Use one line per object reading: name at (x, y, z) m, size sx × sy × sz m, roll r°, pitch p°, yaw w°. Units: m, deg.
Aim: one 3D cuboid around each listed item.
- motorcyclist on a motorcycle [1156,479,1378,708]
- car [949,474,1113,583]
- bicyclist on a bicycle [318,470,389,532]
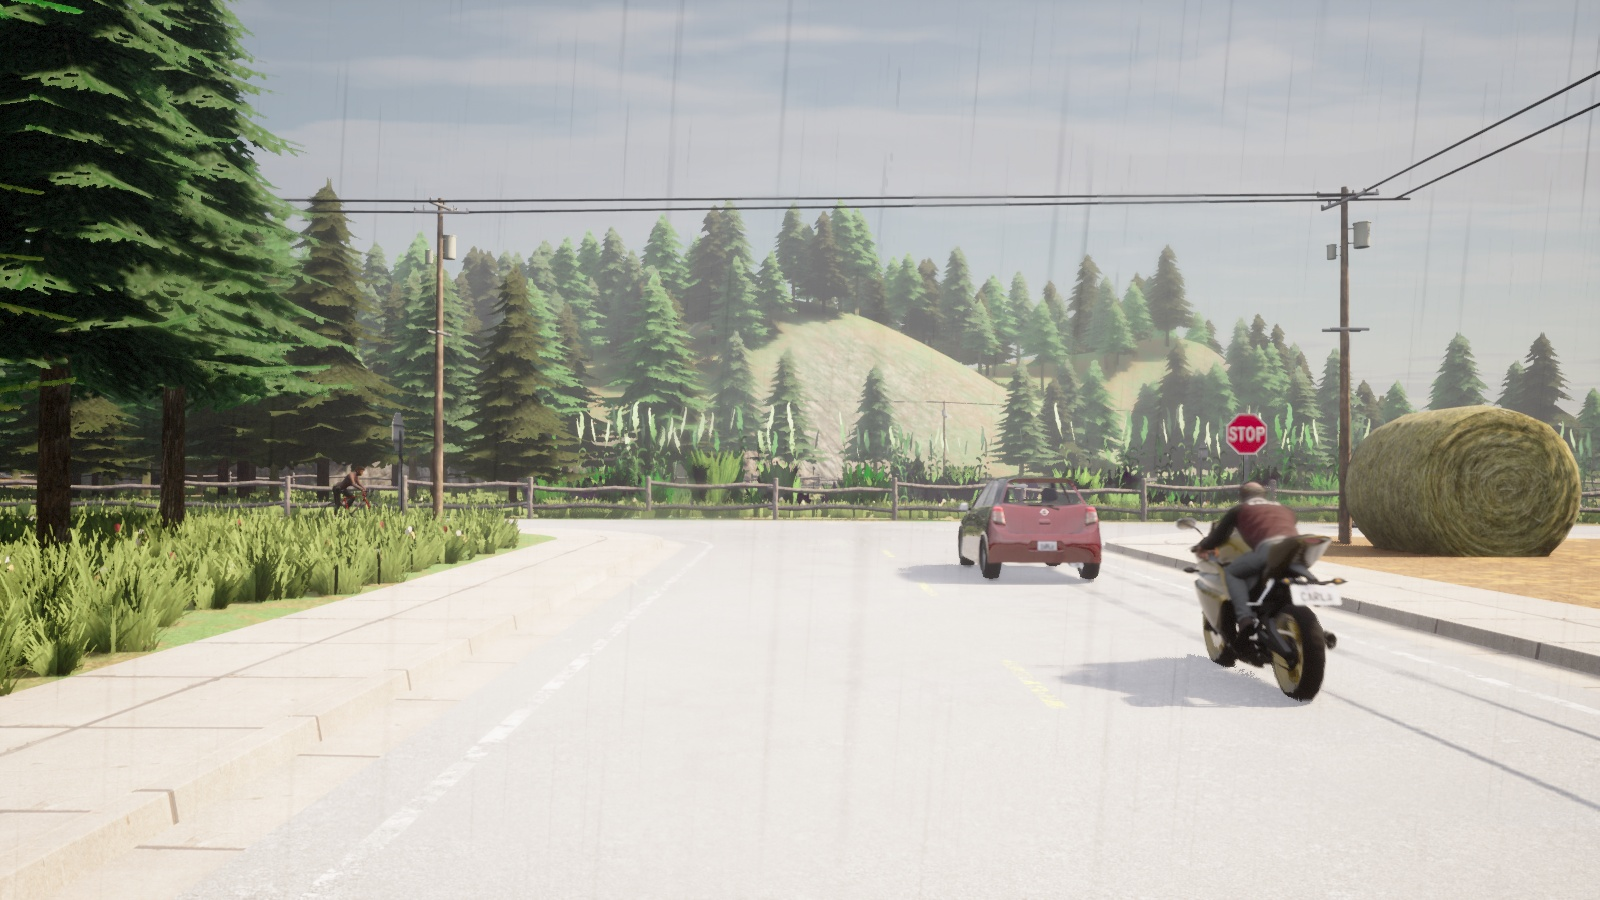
motorcyclist on a motorcycle at (3.474, 0.997, 9.600) m, size 0.866 × 1.530 × 2.191 m, roll 0°, pitch -1°, yaw 0°
car at (3.447, 1.140, 19.397) m, size 1.845 × 1.501 × 3.633 m, roll 0°, pitch -1°, yaw 0°
bicyclist on a bicycle at (-11.723, 1.332, 32.986) m, size 1.656 × 1.620 × 0.582 m, roll 0°, pitch -1°, yaw 3°
